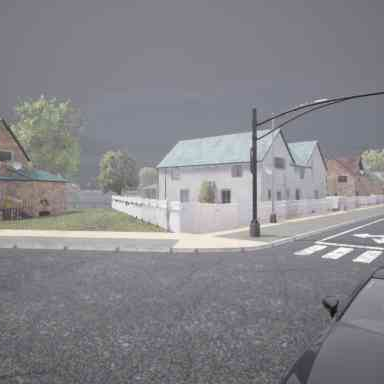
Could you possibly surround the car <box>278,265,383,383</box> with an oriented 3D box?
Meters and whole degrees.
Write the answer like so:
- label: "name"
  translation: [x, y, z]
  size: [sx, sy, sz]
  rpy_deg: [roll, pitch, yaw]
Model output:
- label: "car"
  translation: [2.520, 1.524, 3.395]
  size: [1.812, 1.442, 4.674]
  rpy_deg: [0, 0, 42]
